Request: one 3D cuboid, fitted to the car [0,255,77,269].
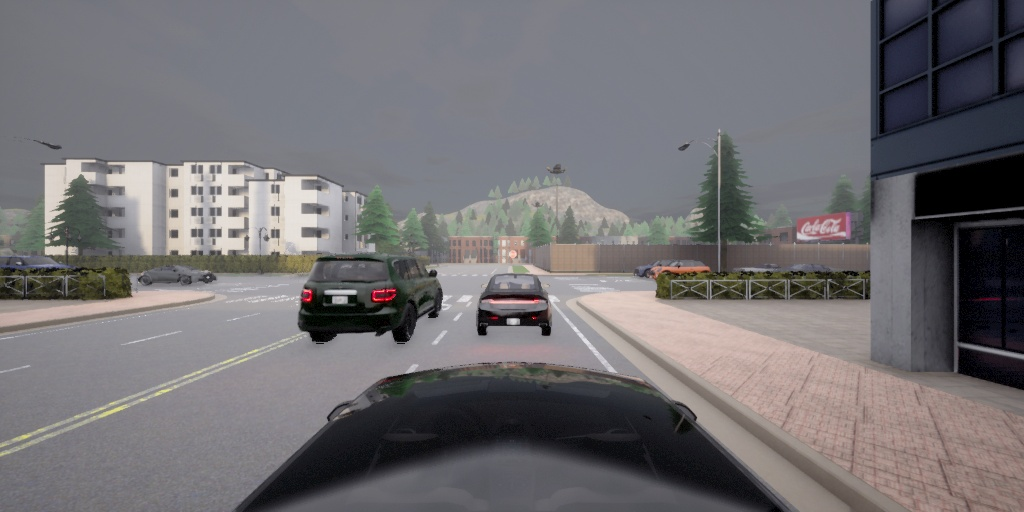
[{"bbox_3d":[-33.728,0.972,25.022,5.566,2.045,2.150,0,0,0],"label":"car"}]

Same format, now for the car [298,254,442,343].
[{"bbox_3d":[-3.422,0.971,9.797,2.150,2.045,5.566,0,0,0],"label":"car"}]

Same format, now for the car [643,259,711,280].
[{"bbox_3d":[13.372,1.102,28.756,4.553,1.767,2.097,0,0,0],"label":"car"}]

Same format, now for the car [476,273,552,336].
[{"bbox_3d":[0.092,1.242,10.383,2.128,1.511,4.902,0,0,1],"label":"car"}]

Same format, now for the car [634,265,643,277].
[{"bbox_3d":[13.386,1.102,32.255,4.553,1.767,2.097,0,0,0],"label":"car"}]

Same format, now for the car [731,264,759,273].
[{"bbox_3d":[22.501,1.350,32.206,4.718,1.301,1.895,0,0,0],"label":"car"}]

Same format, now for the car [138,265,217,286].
[{"bbox_3d":[-23.282,1.314,25.077,4.181,1.385,1.994,0,0,-2],"label":"car"}]

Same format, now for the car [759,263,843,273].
[{"bbox_3d":[23.390,1.297,28.705,5.357,1.411,2.033,0,0,0],"label":"car"}]
